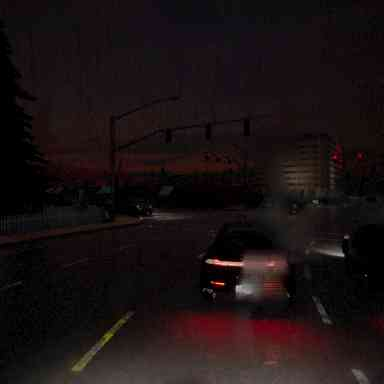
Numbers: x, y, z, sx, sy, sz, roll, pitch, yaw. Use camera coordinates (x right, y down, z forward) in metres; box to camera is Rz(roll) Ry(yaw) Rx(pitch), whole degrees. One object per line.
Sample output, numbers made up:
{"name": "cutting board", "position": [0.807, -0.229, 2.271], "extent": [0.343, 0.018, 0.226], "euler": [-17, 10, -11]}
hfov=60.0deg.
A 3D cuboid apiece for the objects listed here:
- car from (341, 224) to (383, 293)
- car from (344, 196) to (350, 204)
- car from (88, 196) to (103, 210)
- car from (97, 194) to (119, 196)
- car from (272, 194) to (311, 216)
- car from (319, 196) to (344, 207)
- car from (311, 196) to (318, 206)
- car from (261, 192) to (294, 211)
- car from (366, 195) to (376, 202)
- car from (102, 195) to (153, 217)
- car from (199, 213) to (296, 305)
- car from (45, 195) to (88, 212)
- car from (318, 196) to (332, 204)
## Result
{"name": "car", "position": [5.180, 1.547, 8.554], "extent": [2.033, 1.411, 5.357], "euler": [0, 0, 16]}
{"name": "car", "position": [29.206, 1.525, 64.035], "extent": [2.128, 1.511, 4.902], "euler": [0, 0, 32]}
{"name": "car", "position": [-9.084, 1.547, 38.037], "extent": [4.902, 1.511, 2.128], "euler": [0, 0, 32]}
{"name": "car", "position": [-12.899, 1.277, 48.882], "extent": [5.566, 2.045, 2.150], "euler": [0, 0, 32]}
{"name": "car", "position": [9.879, 1.395, 32.734], "extent": [2.097, 1.767, 4.553], "euler": [0, 0, 32]}
{"name": "car", "position": [22.112, 1.547, 52.647], "extent": [2.033, 1.411, 5.357], "euler": [0, 0, 32]}
{"name": "car", "position": [19.671, 1.503, 55.346], "extent": [1.837, 1.490, 4.892], "euler": [0, 0, 32]}
{"name": "car", "position": [10.142, 1.243, 39.854], "extent": [2.150, 2.045, 5.566], "euler": [0, 0, 32]}
{"name": "car", "position": [42.671, 1.525, 79.280], "extent": [2.128, 1.511, 4.902], "euler": [0, 0, 32]}
{"name": "car", "position": [-5.986, 1.407, 31.975], "extent": [4.553, 1.767, 2.097], "euler": [0, 0, 32]}
{"name": "car", "position": [1.428, 1.492, 8.181], "extent": [2.128, 1.511, 4.902], "euler": [0, 0, 12]}
{"name": "car", "position": [-14.117, 1.277, 37.047], "extent": [5.566, 2.045, 2.150], "euler": [0, 0, 32]}
{"name": "car", "position": [26.874, 1.524, 66.925], "extent": [1.812, 1.442, 4.674], "euler": [0, 0, 32]}
